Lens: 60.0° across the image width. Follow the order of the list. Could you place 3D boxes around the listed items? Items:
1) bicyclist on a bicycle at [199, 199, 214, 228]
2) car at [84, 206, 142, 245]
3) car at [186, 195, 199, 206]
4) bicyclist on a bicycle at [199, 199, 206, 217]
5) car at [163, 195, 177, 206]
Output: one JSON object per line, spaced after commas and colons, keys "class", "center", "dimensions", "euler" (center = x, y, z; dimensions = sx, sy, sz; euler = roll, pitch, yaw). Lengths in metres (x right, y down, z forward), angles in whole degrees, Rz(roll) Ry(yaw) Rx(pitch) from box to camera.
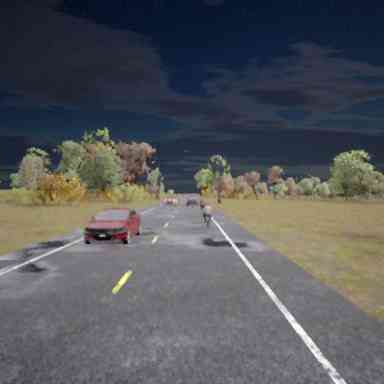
{"class": "bicyclist on a bicycle", "center": [0.974, 1.440, 20.830], "dimensions": [0.866, 1.612, 1.509], "euler": [0, 0, 0]}
{"class": "car", "center": [-3.602, 1.480, 15.865], "dimensions": [1.882, 1.535, 5.008], "euler": [0, 0, 0]}
{"class": "car", "center": [0.063, 1.532, 56.468], "dimensions": [1.812, 1.442, 4.674], "euler": [0, 0, 0]}
{"class": "bicyclist on a bicycle", "center": [0.956, 1.458, 31.273], "dimensions": [0.582, 1.620, 1.656], "euler": [0, 0, 0]}
{"class": "car", "center": [-3.571, 1.359, 55.350], "dimensions": [2.097, 1.767, 4.553], "euler": [0, 0, 0]}
